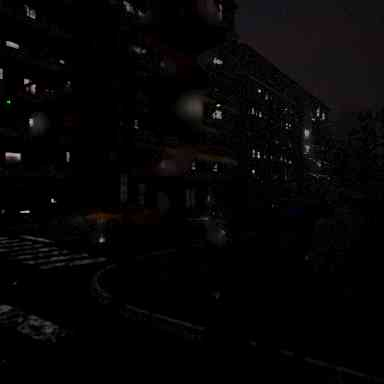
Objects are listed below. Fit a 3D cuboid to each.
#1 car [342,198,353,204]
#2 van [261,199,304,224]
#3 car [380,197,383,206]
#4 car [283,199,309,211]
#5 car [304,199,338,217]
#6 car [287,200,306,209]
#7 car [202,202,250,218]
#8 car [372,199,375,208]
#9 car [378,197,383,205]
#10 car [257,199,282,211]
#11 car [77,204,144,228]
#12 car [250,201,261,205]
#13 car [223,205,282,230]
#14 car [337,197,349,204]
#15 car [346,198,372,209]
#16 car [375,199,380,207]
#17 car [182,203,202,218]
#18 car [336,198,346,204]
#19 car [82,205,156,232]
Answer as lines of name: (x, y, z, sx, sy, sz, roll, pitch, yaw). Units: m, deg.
car: (40.199, 2.214, 85.913, 1.752, 1.417, 4.829, 1, 0, 36)
van: (7.612, 1.644, 27.642, 1.690, 1.788, 3.998, 1, 0, 36)
car: (37.180, 2.248, 67.711, 1.887, 1.381, 4.507, 1, 0, 36)
car: (14.654, 1.844, 46.804, 1.882, 1.535, 5.008, 1, 0, 37)
car: (14.183, 1.834, 36.546, 1.967, 1.590, 4.097, 1, 0, 36)
car: (17.300, 1.968, 54.885, 1.802, 1.307, 4.206, 1, 0, 36)
car: (3.356, 1.715, 31.624, 1.837, 1.490, 4.892, 1, 0, 36)
car: (30.608, 2.198, 58.807, 1.802, 1.307, 4.206, 1, 0, 36)
car: (47.040, 2.147, 81.069, 2.192, 1.841, 5.009, 1, 0, 36)
car: (10.730, 1.737, 45.981, 1.967, 1.590, 4.097, 1, 0, 36)
car: (-5.699, 1.620, 23.719, 2.008, 1.369, 4.403, 1, 0, 36)
car: (7.443, 1.833, 41.528, 1.802, 1.307, 4.206, 1, 0, 36)
car: (4.324, 1.823, 23.189, 1.947, 1.339, 4.313, 1, 0, 36)
car: (37.015, 2.087, 81.599, 1.967, 1.590, 4.097, 1, 0, 36)
car: (27.326, 1.888, 54.355, 2.192, 1.841, 5.009, 1, 0, 36)
car: (33.895, 2.100, 63.260, 1.967, 1.590, 4.097, 1, 0, 36)
car: (0.873, 1.705, 32.623, 1.887, 1.381, 4.507, 1, 0, 36)
car: (33.728, 2.170, 77.146, 1.947, 1.339, 4.313, 1, 0, 36)
car: (-4.412, 1.579, 21.107, 1.882, 1.535, 5.008, 1, 0, 37)
